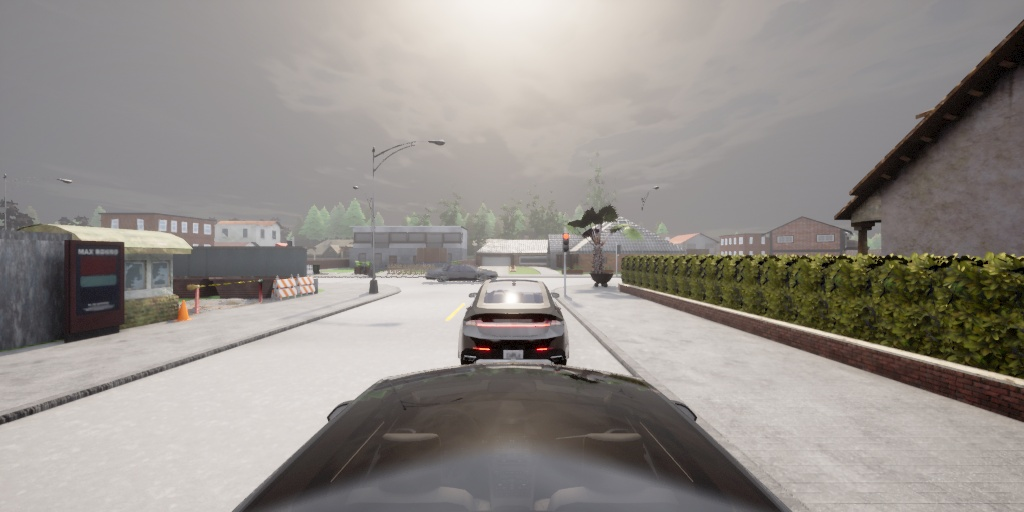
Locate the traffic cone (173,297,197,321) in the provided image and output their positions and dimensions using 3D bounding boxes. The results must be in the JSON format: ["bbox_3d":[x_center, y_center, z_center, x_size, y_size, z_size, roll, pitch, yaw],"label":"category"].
[{"bbox_3d":[-9.672,1.598,10.550,0.344,0.586,0.344,0,0,0],"label":"traffic cone"}]

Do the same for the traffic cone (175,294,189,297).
[{"bbox_3d":[-10.392,1.568,11.070,0.344,0.586,0.344,0,0,0],"label":"traffic cone"}]

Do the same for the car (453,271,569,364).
[{"bbox_3d":[0.042,1.242,7.724,2.128,1.511,4.902,0,0,1],"label":"car"}]

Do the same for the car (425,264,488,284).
[{"bbox_3d":[-3.691,1.298,26.770,5.357,1.411,2.033,0,0,0],"label":"car"}]
